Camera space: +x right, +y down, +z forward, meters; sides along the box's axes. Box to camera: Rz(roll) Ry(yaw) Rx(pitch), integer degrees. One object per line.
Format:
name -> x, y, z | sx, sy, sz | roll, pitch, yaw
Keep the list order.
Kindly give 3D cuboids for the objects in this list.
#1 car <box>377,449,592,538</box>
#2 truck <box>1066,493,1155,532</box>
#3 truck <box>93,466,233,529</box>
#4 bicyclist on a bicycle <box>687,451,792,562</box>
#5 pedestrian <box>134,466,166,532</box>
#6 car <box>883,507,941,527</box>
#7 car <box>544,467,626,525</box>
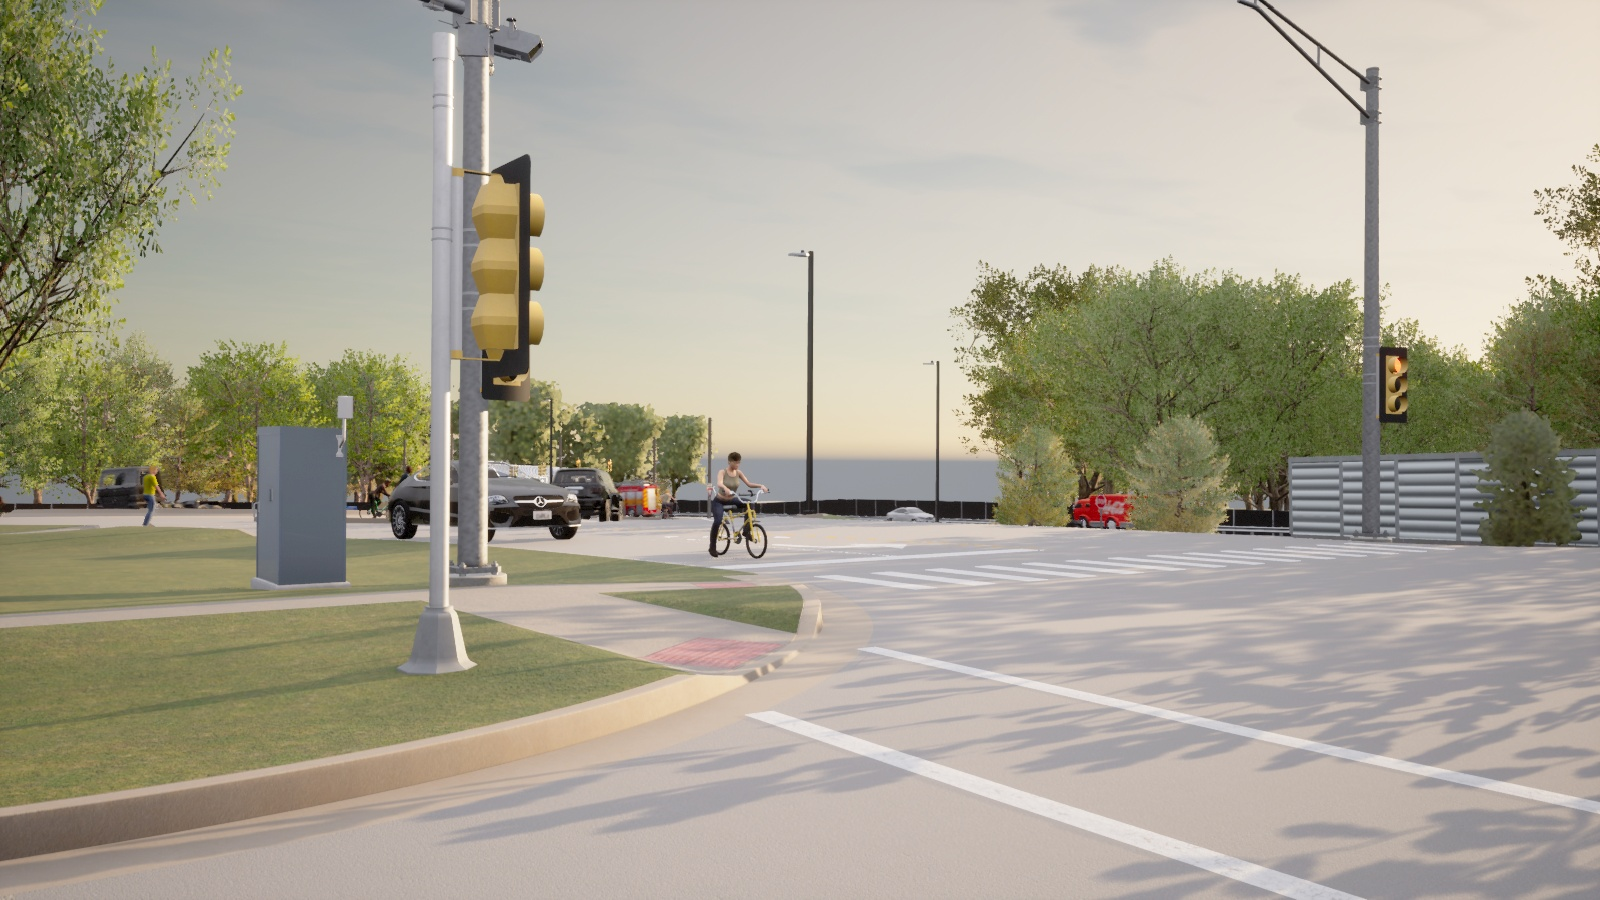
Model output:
car -> -6.568, 0.887, 25.742 | 2.152, 1.651, 5.027 | 0, -2, -42
truck -> 20.467, 4.106, 82.935 | 2.627, 2.467, 5.204 | 0, -2, -34
truck -> -38.597, 2.907, 76.506 | 2.891, 3.462, 7.936 | -4, -3, 16
bicyclist on a bicycle -> -0.941, 0.838, 19.197 | 0.866, 1.612, 1.509 | 0, -1, -39
pedestrian -> -18.429, 1.386, 35.622 | 0.354, 1.836, 0.706 | 0, 0, 39
car -> 8.394, 5.007, 94.420 | 1.812, 1.442, 4.674 | 0, -2, -34
car -> -8.161, 1.830, 48.259 | 2.150, 2.045, 5.566 | -1, -3, 0
